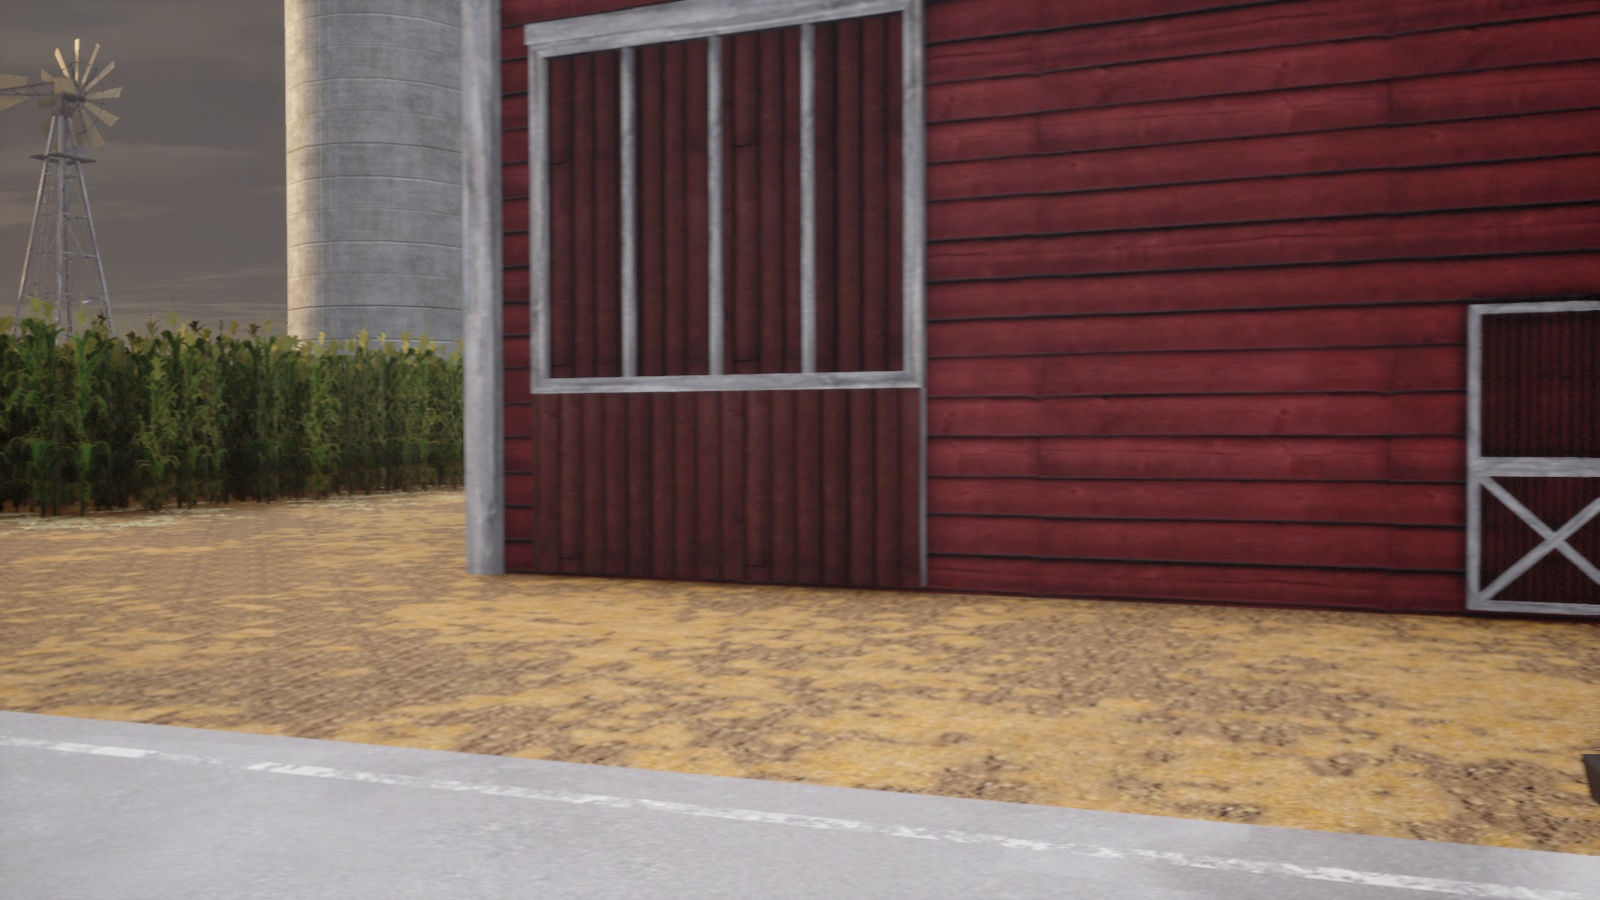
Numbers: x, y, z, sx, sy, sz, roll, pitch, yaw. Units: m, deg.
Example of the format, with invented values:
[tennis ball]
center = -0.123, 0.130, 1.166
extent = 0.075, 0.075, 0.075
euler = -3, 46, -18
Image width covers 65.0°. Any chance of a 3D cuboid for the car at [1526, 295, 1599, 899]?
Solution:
[car]
center = 3.567, 0.604, 1.991
extent = 3.866, 1.878, 1.905
euler = 1, 1, 19
